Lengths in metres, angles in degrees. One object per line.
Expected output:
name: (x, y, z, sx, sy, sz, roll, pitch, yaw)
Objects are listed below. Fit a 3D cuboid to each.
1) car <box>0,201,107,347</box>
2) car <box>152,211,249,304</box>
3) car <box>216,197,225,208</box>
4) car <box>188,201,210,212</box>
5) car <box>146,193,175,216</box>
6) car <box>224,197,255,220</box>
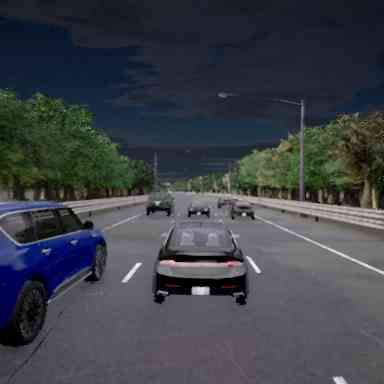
car: (-3.333, 1.160, 6.376, 2.150, 2.045, 5.566, 1, 0, 1)
car: (0.196, 1.464, 8.090, 2.128, 1.511, 4.902, 1, 0, 1)
car: (4.366, 1.398, 44.975, 1.837, 1.490, 4.892, 1, 0, 1)
car: (0.608, 1.500, 29.901, 1.895, 1.301, 4.718, 1, 0, 1)
car: (-2.870, 1.078, 30.794, 2.150, 2.045, 5.566, 1, 0, 1)
car: (4.051, 1.451, 27.900, 1.837, 1.490, 4.892, 1, 1, 1)
